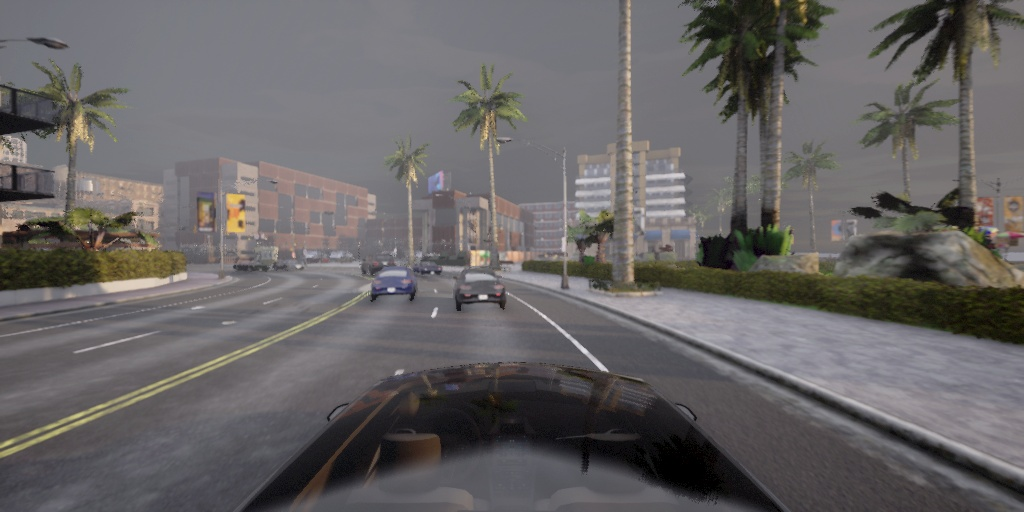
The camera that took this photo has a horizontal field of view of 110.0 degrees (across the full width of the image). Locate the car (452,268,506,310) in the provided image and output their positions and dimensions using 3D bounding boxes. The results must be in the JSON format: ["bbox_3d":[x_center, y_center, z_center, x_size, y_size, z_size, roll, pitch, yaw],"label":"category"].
[{"bbox_3d":[-1.363,1.199,14.343,1.812,1.442,4.674,0,1,-10],"label":"car"}]

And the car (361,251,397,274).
[{"bbox_3d":[-13.106,0.818,34.949,2.150,2.045,5.566,0,0,-34],"label":"car"}]

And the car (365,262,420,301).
[{"bbox_3d":[-5.464,1.203,16.919,1.812,1.442,4.674,0,0,-13],"label":"car"}]

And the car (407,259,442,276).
[{"bbox_3d":[-8.158,1.185,33.682,1.895,1.301,4.718,0,0,-30],"label":"car"}]

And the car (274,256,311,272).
[{"bbox_3d":[-26.956,1.095,43.250,4.902,1.511,2.128,0,0,34],"label":"car"}]

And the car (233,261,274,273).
[{"bbox_3d":[-29.714,1.230,40.927,4.718,1.301,1.895,0,0,32],"label":"car"}]
